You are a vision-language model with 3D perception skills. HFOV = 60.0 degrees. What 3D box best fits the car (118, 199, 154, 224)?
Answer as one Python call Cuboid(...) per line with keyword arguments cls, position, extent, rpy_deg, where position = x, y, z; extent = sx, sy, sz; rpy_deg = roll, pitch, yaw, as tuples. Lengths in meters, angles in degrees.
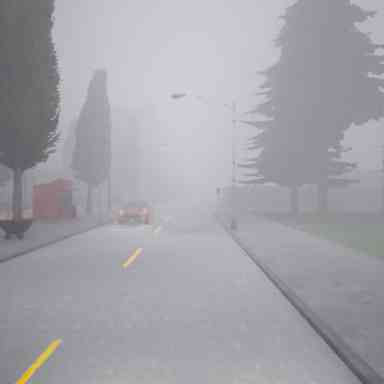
Cuboid(cls="car", position=(-4.062, 1.365, 24.646), extent=(2.097, 1.767, 4.553), rpy_deg=(0, 0, 0))
